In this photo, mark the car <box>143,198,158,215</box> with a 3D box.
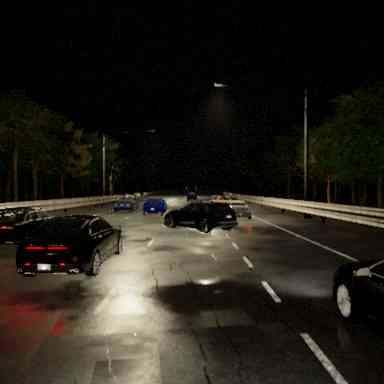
[{"bbox_3d":[-3.407,1.305,31.209,1.882,1.535,5.008,0,0,0],"label":"car"}]

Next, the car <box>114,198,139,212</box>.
[{"bbox_3d":[-6.908,1.351,35.253,2.033,1.411,5.357,0,0,0],"label":"car"}]

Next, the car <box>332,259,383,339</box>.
[{"bbox_3d":[3.499,1.482,4.227,1.837,1.490,4.892,0,0,0],"label":"car"}]

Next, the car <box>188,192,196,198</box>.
[{"bbox_3d":[-0.016,0.790,84.994,2.033,1.411,5.357,0,1,0],"label":"car"}]

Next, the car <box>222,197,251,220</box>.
[{"bbox_3d":[3.495,1.381,26.226,1.812,1.442,4.674,0,0,0],"label":"car"}]

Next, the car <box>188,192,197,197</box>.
[{"bbox_3d":[0.038,1.059,61.647,1.812,1.442,4.674,0,1,0],"label":"car"}]

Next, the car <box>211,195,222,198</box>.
[{"bbox_3d":[3.492,1.268,37.224,1.882,1.535,5.008,0,0,0],"label":"car"}]

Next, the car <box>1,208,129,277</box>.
[{"bbox_3d":[-3.403,1.453,10.074,1.837,1.490,4.892,0,1,0],"label":"car"}]

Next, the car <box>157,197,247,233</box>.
[{"bbox_3d":[0.413,1.328,18.928,2.033,1.649,4.856,0,1,-41],"label":"car"}]

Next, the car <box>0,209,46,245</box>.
[{"bbox_3d":[-6.903,1.419,13.633,2.128,1.511,4.902,0,0,0],"label":"car"}]

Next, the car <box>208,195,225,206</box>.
[{"bbox_3d":[3.490,1.196,48.251,2.163,1.488,4.792,0,1,0],"label":"car"}]
